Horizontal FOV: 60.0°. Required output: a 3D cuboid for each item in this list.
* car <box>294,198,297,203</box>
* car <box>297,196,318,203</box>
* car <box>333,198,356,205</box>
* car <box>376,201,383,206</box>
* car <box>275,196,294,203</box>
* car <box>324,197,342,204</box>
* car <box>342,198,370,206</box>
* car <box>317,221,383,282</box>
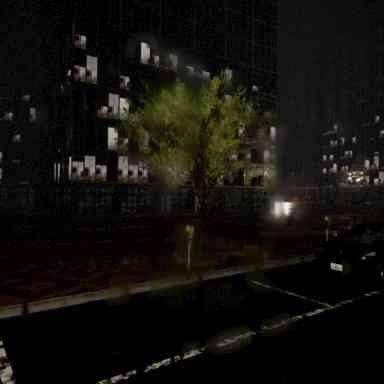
[{"bbox_3d":[27.361,2.127,88.294,1.802,1.307,4.206,1,-1,-20],"label":"car"},{"bbox_3d":[29.294,1.824,83.046,2.192,1.841,5.009,1,-1,-20],"label":"car"},{"bbox_3d":[33.148,1.989,72.540,2.008,1.369,4.403,1,-1,-20],"label":"car"},{"bbox_3d":[36.947,1.893,62.197,1.752,1.417,4.829,1,-1,-20],"label":"car"},{"bbox_3d":[21.905,1.798,80.305,1.967,1.590,4.097,1,-1,-20],"label":"car"},{"bbox_3d":[27.688,1.691,64.558,1.967,1.590,4.097,1,-1,-20],"label":"car"},{"bbox_3d":[29.614,1.766,59.307,2.008,1.369,4.403,1,-1,-20],"label":"car"},{"bbox_3d":[5.562,1.574,9.827,4.313,1.339,1.947,0,1,-34],"label":"car"}]
